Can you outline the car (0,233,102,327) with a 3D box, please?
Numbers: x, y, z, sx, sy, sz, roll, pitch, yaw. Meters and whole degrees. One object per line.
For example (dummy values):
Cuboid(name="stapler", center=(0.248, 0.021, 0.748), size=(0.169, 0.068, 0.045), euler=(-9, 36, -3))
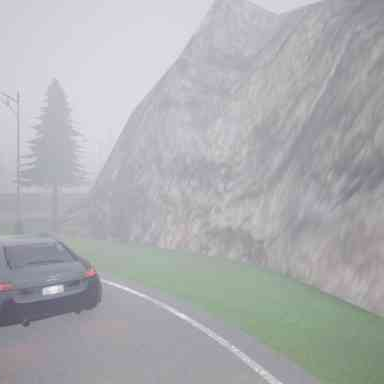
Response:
Cuboid(name="car", center=(-3.557, 1.564, 6.946), size=(1.994, 1.385, 4.181), euler=(0, 0, -40))
